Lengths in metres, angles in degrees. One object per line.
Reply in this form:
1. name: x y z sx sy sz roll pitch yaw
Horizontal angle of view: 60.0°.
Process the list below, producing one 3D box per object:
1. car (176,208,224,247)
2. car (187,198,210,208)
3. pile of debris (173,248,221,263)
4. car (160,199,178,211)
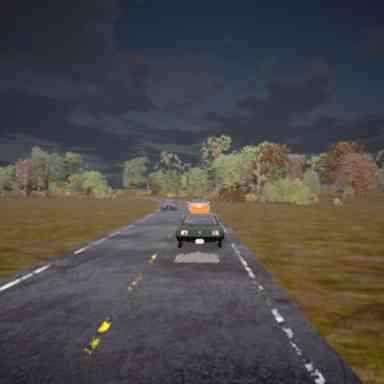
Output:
1. car: 0.368 1.604 15.029 1.895 1.301 4.718 0 0 2
2. car: 0.638 1.358 32.606 2.097 1.767 4.553 0 0 0
3. pile of debris: 0.178 2.178 11.465 1.500 0.140 1.860 0 0 2
4. car: -2.691 1.568 39.986 1.994 1.385 4.181 0 0 -2
